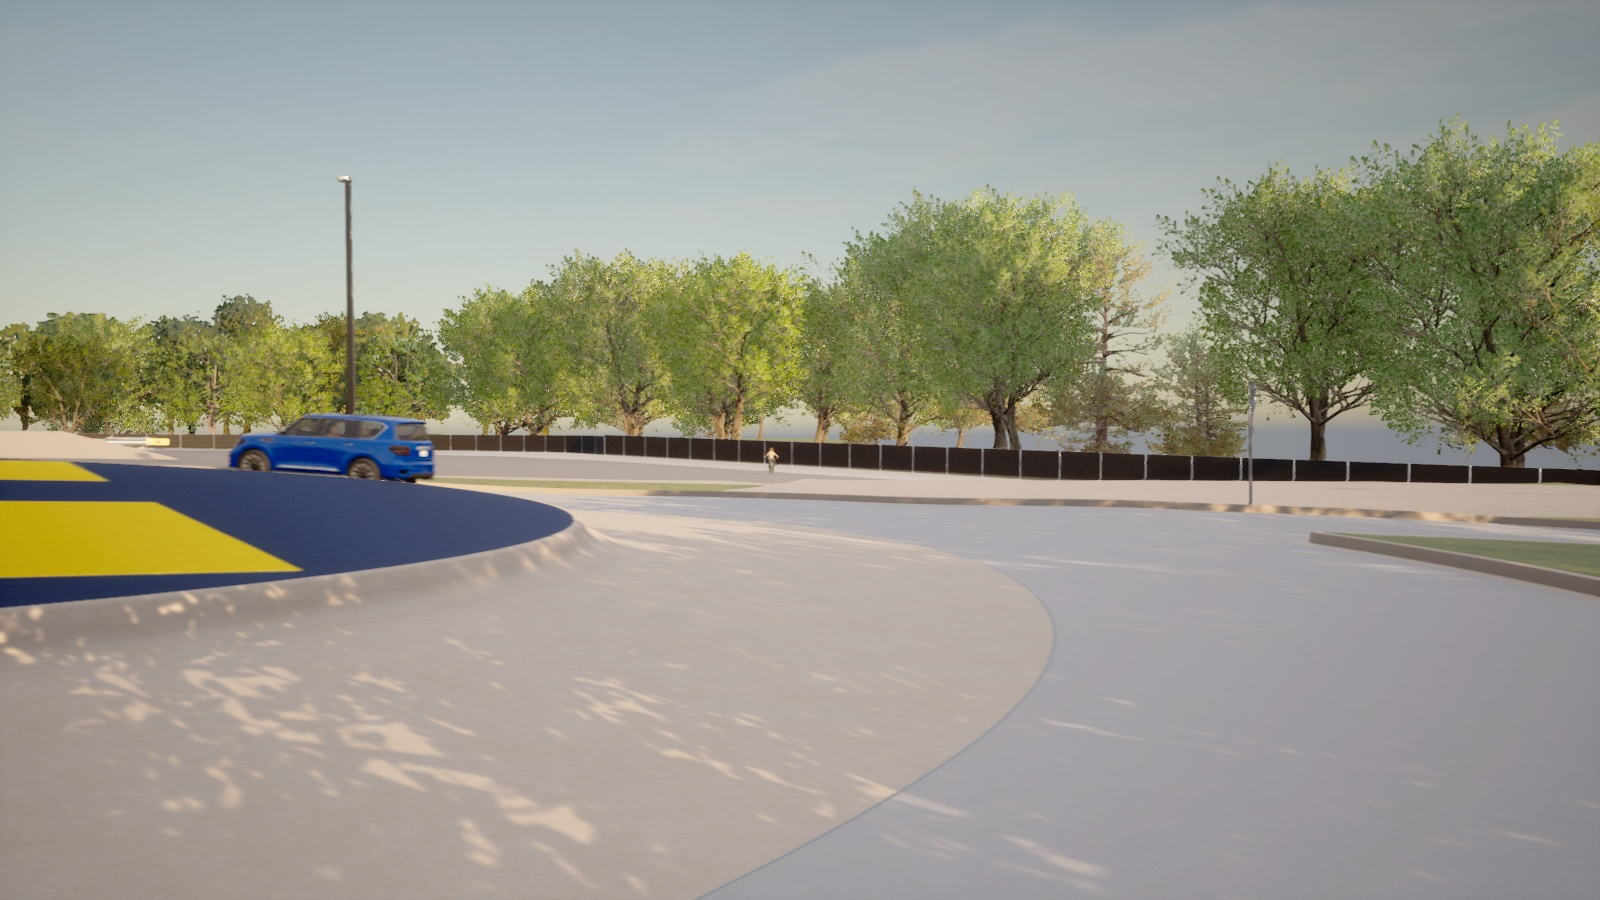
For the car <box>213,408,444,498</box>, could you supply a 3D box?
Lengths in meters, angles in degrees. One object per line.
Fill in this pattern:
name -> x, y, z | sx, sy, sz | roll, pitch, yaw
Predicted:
car -> -12.919, 0.051, 34.531 | 5.566, 2.045, 2.150 | 4, 1, 12
